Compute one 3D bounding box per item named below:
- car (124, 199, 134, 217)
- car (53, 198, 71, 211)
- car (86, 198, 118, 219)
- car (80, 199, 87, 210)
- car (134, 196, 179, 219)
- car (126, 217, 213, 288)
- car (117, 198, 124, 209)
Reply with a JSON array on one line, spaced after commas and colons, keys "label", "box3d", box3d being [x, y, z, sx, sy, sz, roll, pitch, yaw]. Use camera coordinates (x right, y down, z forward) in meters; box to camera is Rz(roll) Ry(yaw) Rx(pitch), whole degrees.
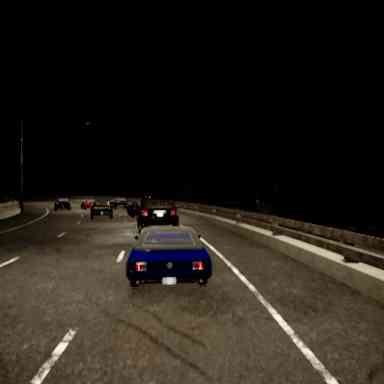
[{"label": "car", "box3d": [-5.084, 1.610, 31.915, 1.994, 1.385, 4.181, 0, 0, -16]}, {"label": "car", "box3d": [-16.782, 1.558, 42.979, 2.128, 1.511, 4.902, 0, 0, -24]}, {"label": "car", "box3d": [-8.140, 1.537, 29.938, 2.128, 1.511, 4.902, 0, 0, -16]}, {"label": "car", "box3d": [-13.779, 1.630, 44.798, 1.994, 1.385, 4.181, 0, 0, -25]}, {"label": "car", "box3d": [-2.122, 1.248, 19.541, 2.150, 2.045, 5.566, 0, 0, -11]}, {"label": "car", "box3d": [-0.672, 1.613, 9.324, 1.895, 1.301, 4.718, 0, 0, -5]}, {"label": "car", "box3d": [-9.816, 1.557, 44.566, 2.128, 1.511, 4.902, 0, 0, -24]}]
